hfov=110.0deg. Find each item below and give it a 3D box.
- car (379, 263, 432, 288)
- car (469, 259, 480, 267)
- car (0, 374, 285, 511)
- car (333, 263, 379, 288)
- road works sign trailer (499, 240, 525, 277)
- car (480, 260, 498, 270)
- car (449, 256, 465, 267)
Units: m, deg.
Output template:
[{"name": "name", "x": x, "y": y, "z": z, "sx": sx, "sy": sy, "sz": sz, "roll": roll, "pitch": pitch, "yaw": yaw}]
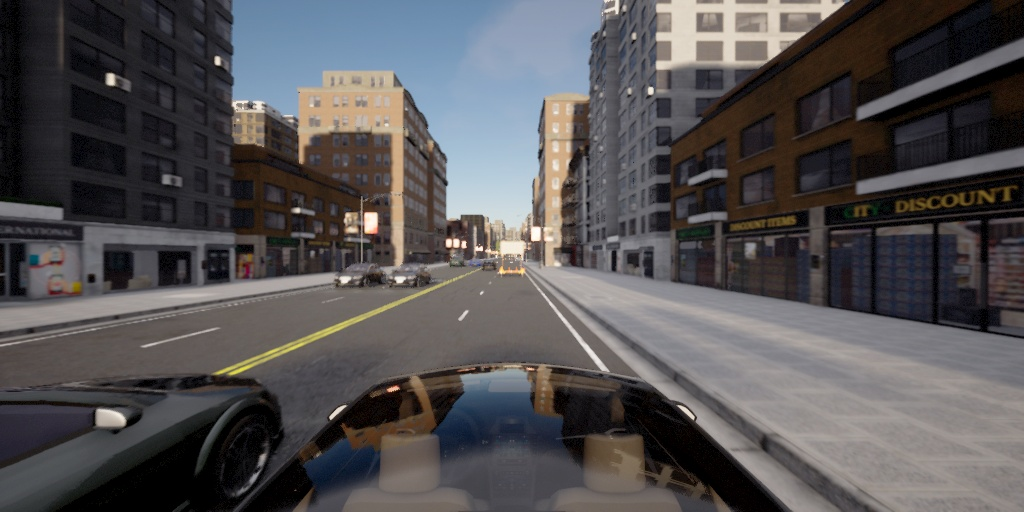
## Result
[{"name": "car", "x": -6.603, "y": 1.242, "z": 23.568, "sx": 2.128, "sy": 1.511, "sz": 4.902, "roll": 0, "pitch": 0, "yaw": 0}, {"name": "car", "x": -6.542, "y": 1.233, "z": 64.248, "sx": 1.882, "sy": 1.535, "sz": 5.008, "roll": 0, "pitch": 0, "yaw": 0}, {"name": "car", "x": -3.150, "y": 1.314, "z": 1.681, "sx": 1.994, "sy": 1.385, "sz": 4.181, "roll": 0, "pitch": 0, "yaw": 0}, {"name": "car", "x": -9.853, "y": 1.241, "z": 23.566, "sx": 2.128, "sy": 1.511, "sz": 4.902, "roll": 0, "pitch": 0, "yaw": 0}, {"name": "road works sign trailer", "x": -0.010, "y": 0.215, "z": 35.217, "sx": 2.380, "sy": 3.560, "sz": 2.880, "roll": 0, "pitch": 0, "yaw": 0}, {"name": "car", "x": -3.162, "y": 1.257, "z": 51.385, "sx": 1.837, "sy": 1.490, "sz": 4.892, "roll": 0, "pitch": 0, "yaw": 0}, {"name": "car", "x": -9.788, "y": 1.002, "z": 64.212, "sx": 2.150, "sy": 2.045, "sz": 5.566, "roll": 0, "pitch": 0, "yaw": 0}]
